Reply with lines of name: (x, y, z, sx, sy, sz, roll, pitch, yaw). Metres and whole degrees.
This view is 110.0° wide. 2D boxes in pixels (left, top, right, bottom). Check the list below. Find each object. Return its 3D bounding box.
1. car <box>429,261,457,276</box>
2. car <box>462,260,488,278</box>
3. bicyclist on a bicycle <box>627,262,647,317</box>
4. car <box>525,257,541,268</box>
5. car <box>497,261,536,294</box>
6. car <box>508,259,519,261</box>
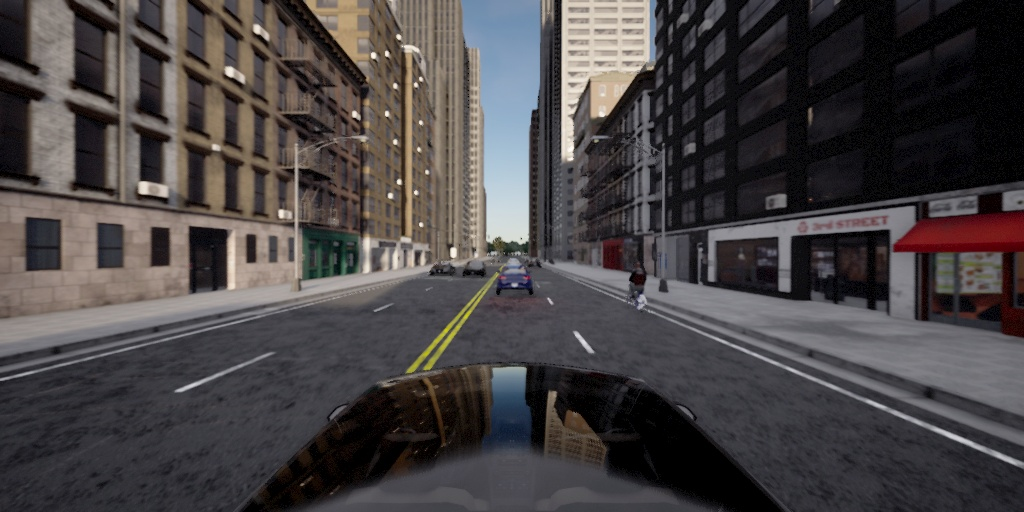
car: (-6.517, 1.179, 34.227, 1.994, 1.385, 4.181, 0, 0, 0)
car: (-3.274, 1.106, 32.284, 1.882, 1.535, 5.008, 0, 0, 0)
bicyclist on a bicycle: (4.164, 1.090, 12.038, 0.659, 1.776, 1.843, 0, 0, 0)
car: (3.480, 1.067, 55.873, 1.812, 1.442, 4.674, 0, 0, 0)
car: (0.138, 1.210, 19.535, 1.812, 1.442, 4.674, 0, 0, 0)
car: (0.208, 1.098, 47.343, 1.812, 1.442, 4.674, 0, 0, 0)
